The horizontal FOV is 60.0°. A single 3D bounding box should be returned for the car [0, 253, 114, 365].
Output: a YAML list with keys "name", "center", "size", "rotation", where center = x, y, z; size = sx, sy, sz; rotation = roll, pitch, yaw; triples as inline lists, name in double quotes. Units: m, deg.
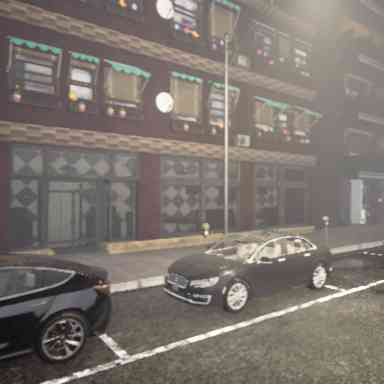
- name: "car"
  center: [-3.176, 1.564, 4.296]
  size: [4.313, 1.339, 1.947]
  rotation: [1, 0, -35]

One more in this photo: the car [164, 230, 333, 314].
- name: "car"
  center: [1.461, 1.594, 7.604]
  size: [4.403, 1.369, 2.008]
  rotation: [1, 0, -35]
